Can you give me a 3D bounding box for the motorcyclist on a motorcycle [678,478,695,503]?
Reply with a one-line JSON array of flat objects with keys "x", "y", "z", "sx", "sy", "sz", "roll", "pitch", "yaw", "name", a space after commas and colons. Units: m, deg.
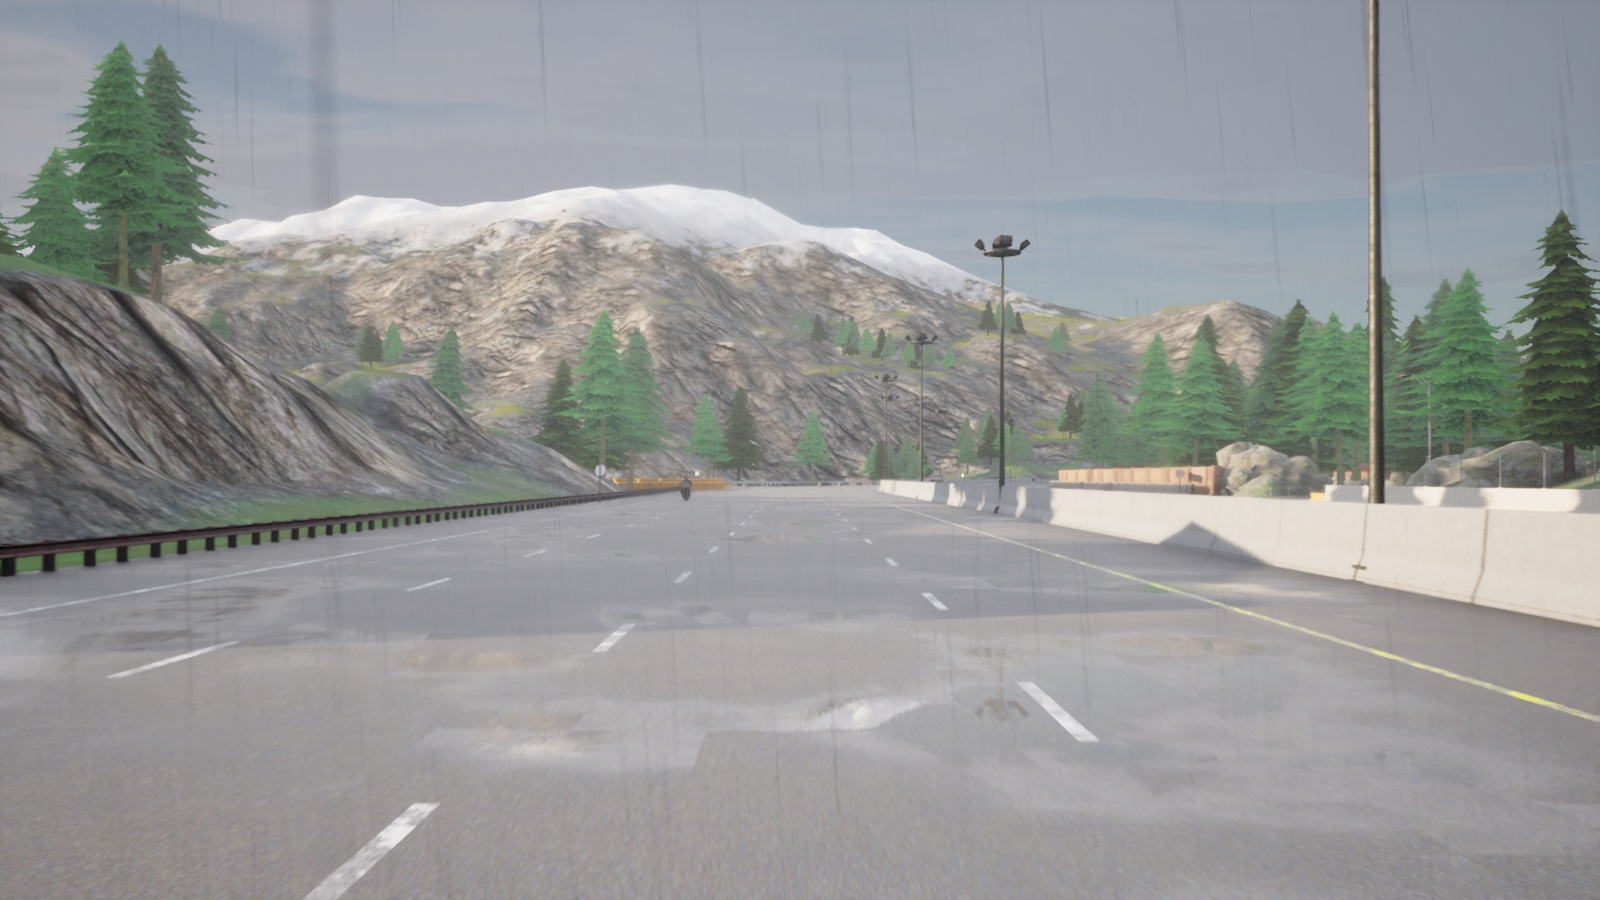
[{"x": -7.200, "y": 2.542, "z": 79.717, "sx": 0.866, "sy": 1.530, "sz": 2.191, "roll": 0, "pitch": -1, "yaw": 0, "name": "motorcyclist on a motorcycle"}]
